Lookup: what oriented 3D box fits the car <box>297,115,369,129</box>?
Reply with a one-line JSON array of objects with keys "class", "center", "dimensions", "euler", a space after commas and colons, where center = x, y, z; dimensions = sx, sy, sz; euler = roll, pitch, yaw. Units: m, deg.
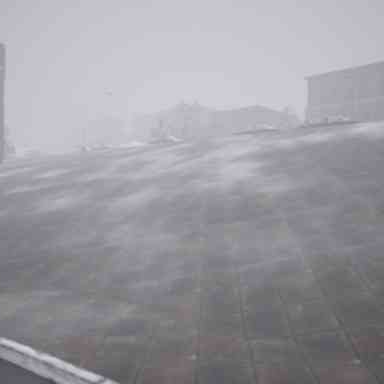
[{"class": "car", "center": [9.442, -4.331, 22.237], "dimensions": [4.892, 1.521, 2.231], "euler": [3, 2, 43]}]

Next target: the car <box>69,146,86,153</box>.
[{"class": "car", "center": [-14.686, -5.481, 44.943], "dimensions": [4.553, 1.767, 2.185], "euler": [2, 2, 43]}]

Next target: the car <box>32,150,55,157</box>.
[{"class": "car", "center": [-22.707, -5.671, 52.494], "dimensions": [4.892, 1.521, 2.231], "euler": [2, 2, 43]}]

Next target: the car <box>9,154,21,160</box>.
[{"class": "car", "center": [-30.743, -5.929, 60.061], "dimensions": [4.674, 1.452, 2.002], "euler": [2, 1, 43]}]

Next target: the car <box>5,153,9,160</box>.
[{"class": "car", "center": [-34.732, -6.360, 63.816], "dimensions": [5.566, 2.045, 2.435], "euler": [2, 1, 43]}]

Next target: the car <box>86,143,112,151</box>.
[{"class": "car", "center": [-10.669, -5.317, 41.160], "dimensions": [4.553, 1.767, 2.185], "euler": [2, 2, 43]}]

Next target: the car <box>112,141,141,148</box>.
[{"class": "car", "center": [-6.541, -4.978, 37.275], "dimensions": [4.674, 1.452, 2.002], "euler": [2, 2, 43]}]

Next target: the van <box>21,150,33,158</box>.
[{"class": "van", "center": [-26.631, -6.046, 56.189], "dimensions": [4.442, 1.987, 1.878], "euler": [2, 1, 43]}]

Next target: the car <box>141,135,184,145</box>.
[{"class": "car", "center": [-2.540, -4.976, 33.507], "dimensions": [4.553, 1.767, 2.185], "euler": [2, 2, 43]}]

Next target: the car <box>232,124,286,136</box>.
[{"class": "car", "center": [5.420, -4.513, 26.013], "dimensions": [4.892, 1.521, 2.231], "euler": [2, 2, 43]}]
